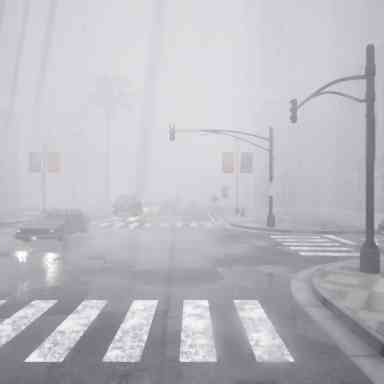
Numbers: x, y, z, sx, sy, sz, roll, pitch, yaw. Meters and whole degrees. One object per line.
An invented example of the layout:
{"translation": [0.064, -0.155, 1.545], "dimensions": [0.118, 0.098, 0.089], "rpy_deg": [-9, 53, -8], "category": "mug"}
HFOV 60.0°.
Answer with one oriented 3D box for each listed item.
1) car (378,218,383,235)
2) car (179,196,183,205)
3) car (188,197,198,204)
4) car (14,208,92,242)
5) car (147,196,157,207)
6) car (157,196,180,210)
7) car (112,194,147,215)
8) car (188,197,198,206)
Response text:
{"translation": [11.613, 1.414, 16.127], "dimensions": [4.553, 1.767, 2.097], "rpy_deg": [0, 0, 1], "category": "car"}
{"translation": [-3.019, 1.603, 67.333], "dimensions": [2.097, 1.767, 4.553], "rpy_deg": [0, -1, 1], "category": "car"}
{"translation": [0.172, 1.700, 69.827], "dimensions": [2.033, 1.411, 5.357], "rpy_deg": [0, -1, 0], "category": "car"}
{"translation": [-6.550, 1.528, 16.453], "dimensions": [2.033, 1.411, 5.357], "rpy_deg": [0, 0, 0], "category": "car"}
{"translation": [-6.457, 1.729, 52.720], "dimensions": [1.895, 1.301, 4.718], "rpy_deg": [0, 0, 0], "category": "car"}
{"translation": [-3.043, 1.620, 43.757], "dimensions": [2.033, 1.411, 5.357], "rpy_deg": [0, 0, 0], "category": "car"}
{"translation": [-6.502, 1.251, 34.252], "dimensions": [2.150, 2.045, 5.566], "rpy_deg": [0, 0, 2], "category": "car"}
{"translation": [0.198, 1.786, 59.822], "dimensions": [1.895, 1.301, 4.718], "rpy_deg": [0, 0, 1], "category": "car"}
